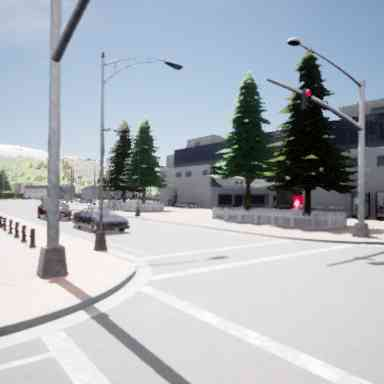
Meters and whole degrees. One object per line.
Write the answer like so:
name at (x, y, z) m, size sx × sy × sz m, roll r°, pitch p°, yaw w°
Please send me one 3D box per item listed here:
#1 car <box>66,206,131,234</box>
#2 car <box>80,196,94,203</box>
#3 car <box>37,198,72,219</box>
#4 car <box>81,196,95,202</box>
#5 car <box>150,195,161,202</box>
car at (-5.727, 1.649, 20.478) m, size 2.033 × 1.411 × 5.357 m, roll 1°, pitch -1°, yaw -37°
car at (-22.938, 1.668, 72.202) m, size 1.845 × 1.501 × 3.633 m, roll 1°, pitch -1°, yaw -37°
car at (-11.838, 1.574, 28.555) m, size 1.882 × 1.535 × 5.008 m, roll 1°, pitch -1°, yaw -37°
car at (-24.974, 1.712, 79.936) m, size 1.970 × 1.475 × 3.806 m, roll 1°, pitch -1°, yaw -37°
car at (-7.941, 1.620, 83.180) m, size 1.932 × 1.855 × 4.605 m, roll 1°, pitch -1°, yaw -37°
